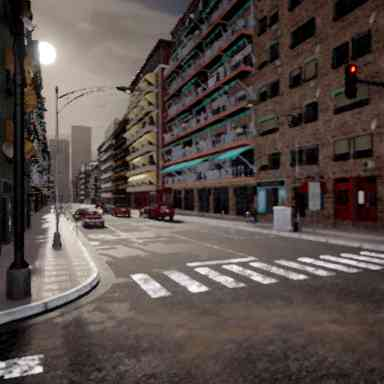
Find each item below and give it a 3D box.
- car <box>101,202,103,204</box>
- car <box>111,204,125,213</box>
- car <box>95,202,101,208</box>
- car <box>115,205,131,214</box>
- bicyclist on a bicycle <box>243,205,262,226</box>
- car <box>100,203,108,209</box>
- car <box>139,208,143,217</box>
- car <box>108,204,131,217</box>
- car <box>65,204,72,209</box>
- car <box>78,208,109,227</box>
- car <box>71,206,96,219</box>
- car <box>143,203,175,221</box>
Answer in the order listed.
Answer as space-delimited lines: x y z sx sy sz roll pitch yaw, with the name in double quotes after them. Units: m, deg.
-18.459 3.403 73.885 2.008 1.369 4.403 -1 -1 -22 "car"
-14.181 3.110 63.398 1.887 1.381 4.507 -1 -1 -22 "car"
-24.861 3.601 89.626 2.192 1.841 5.009 -1 -1 -22 "car"
-12.042 2.987 58.155 1.947 1.339 4.313 -1 -1 -22 "car"
4.602 1.791 25.245 1.656 1.620 0.582 -1 -1 -22 "bicyclist on a bicycle"
-13.730 2.988 55.614 1.895 1.301 4.718 0 -1 -22 "car"
-5.625 2.544 42.426 2.008 1.369 4.403 -1 -1 -22 "car"
-9.976 2.491 46.559 2.097 1.767 4.553 0 -1 -22 "car"
-32.232 3.758 86.868 1.967 1.590 4.097 -1 -1 -22 "car"
-8.755 2.329 29.326 1.802 1.307 4.206 -1 -1 -22 "car"
-13.024 2.595 39.788 1.947 1.339 4.313 -1 -1 -22 "car"
-3.492 2.167 37.187 2.192 1.841 5.009 -1 -1 -22 "car"
